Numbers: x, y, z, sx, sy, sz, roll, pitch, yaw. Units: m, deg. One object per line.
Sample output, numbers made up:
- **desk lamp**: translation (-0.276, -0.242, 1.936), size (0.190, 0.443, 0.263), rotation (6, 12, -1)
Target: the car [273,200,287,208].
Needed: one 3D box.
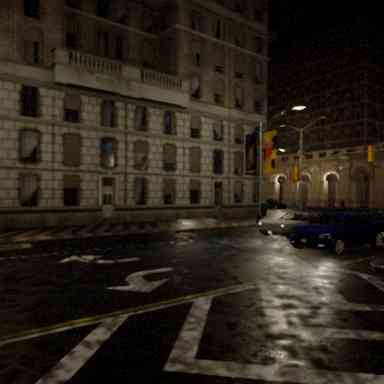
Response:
- **car**: translation (11.874, 1.846, 49.802), size (1.882, 1.535, 5.008), rotation (1, 0, -36)

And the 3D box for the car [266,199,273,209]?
- **car**: translation (8.848, 1.841, 48.006), size (1.837, 1.490, 4.892), rotation (1, 0, -36)

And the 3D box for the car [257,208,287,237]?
- **car**: translation (5.720, 1.744, 17.997), size (4.718, 1.301, 1.895), rotation (1, 0, -36)

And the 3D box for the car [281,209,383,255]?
- **car**: translation (6.261, 1.602, 14.080), size (5.008, 1.535, 1.882), rotation (1, -1, -36)
